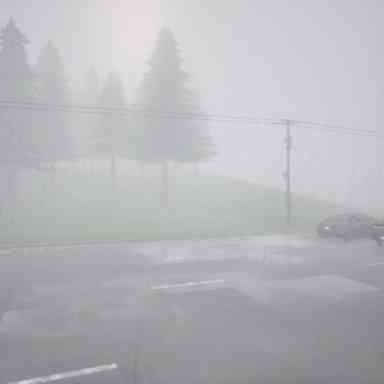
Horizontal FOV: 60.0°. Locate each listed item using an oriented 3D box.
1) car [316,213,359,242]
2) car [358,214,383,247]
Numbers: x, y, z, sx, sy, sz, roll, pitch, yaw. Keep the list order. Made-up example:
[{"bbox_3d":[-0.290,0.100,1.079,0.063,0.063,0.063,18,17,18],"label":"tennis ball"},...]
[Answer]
[{"bbox_3d":[8.792,1.822,17.881,4.181,1.385,1.994,0,-1,-23],"label":"car"},{"bbox_3d":[10.137,1.698,14.632,4.902,1.511,2.128,0,-1,-22],"label":"car"}]
